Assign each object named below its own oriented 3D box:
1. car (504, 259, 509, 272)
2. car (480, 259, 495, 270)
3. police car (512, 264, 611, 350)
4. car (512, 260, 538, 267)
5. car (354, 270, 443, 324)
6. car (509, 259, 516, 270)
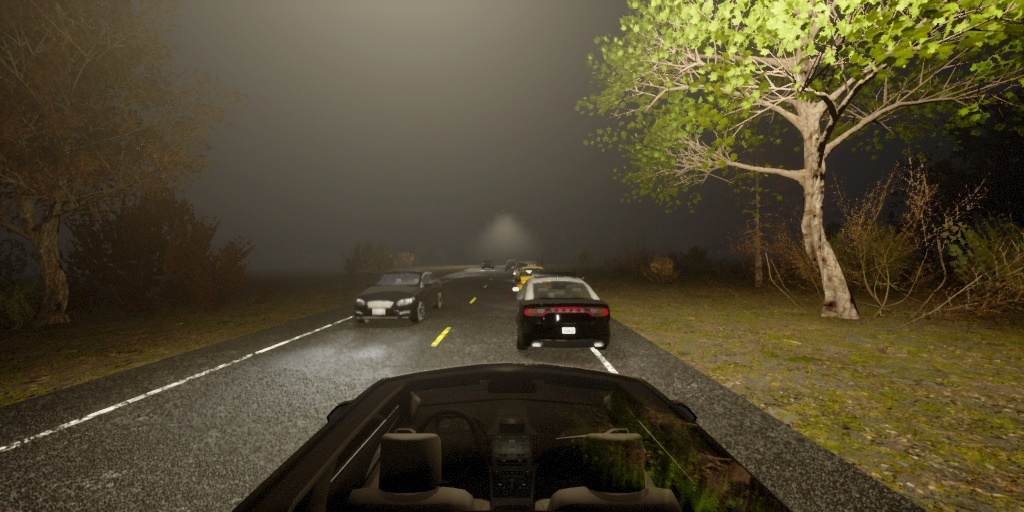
[{"bbox_3d":[0.018,1.284,47.371,1.812,1.442,4.674,0,0,1],"label":"car"},{"bbox_3d":[-3.511,1.264,52.805,1.837,1.490,4.892,0,0,0],"label":"car"},{"bbox_3d":[1.049,1.177,9.222,1.930,1.638,5.238,0,0,0],"label":"police car"},{"bbox_3d":[1.046,1.210,19.305,1.801,1.575,5.366,0,0,0],"label":"car"},{"bbox_3d":[-3.602,1.244,12.155,2.128,1.511,4.902,0,0,0],"label":"car"},{"bbox_3d":[1.044,1.106,25.084,2.097,1.767,4.553,0,0,0],"label":"car"}]
